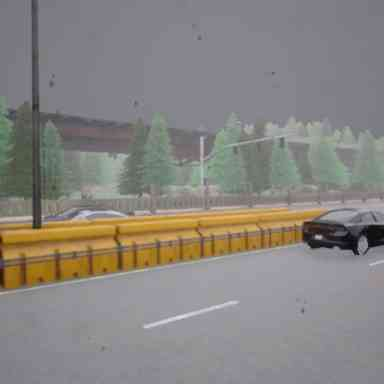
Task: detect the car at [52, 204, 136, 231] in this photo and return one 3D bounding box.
[{"bbox_3d":[-6.145,1.519,21.081,4.718,1.301,1.895,-1,0,-35],"label":"car"}]

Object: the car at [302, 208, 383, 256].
[{"bbox_3d":[6.251,1.336,12.534,5.008,1.535,1.882,-1,0,-35],"label":"car"}]

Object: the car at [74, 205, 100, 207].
[{"bbox_3d":[-5.670,1.444,17.127,4.892,1.490,1.837,-1,1,-35],"label":"car"}]

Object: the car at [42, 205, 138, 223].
[{"bbox_3d":[-4.240,1.474,13.841,4.674,1.442,1.812,-1,0,-36],"label":"car"}]
